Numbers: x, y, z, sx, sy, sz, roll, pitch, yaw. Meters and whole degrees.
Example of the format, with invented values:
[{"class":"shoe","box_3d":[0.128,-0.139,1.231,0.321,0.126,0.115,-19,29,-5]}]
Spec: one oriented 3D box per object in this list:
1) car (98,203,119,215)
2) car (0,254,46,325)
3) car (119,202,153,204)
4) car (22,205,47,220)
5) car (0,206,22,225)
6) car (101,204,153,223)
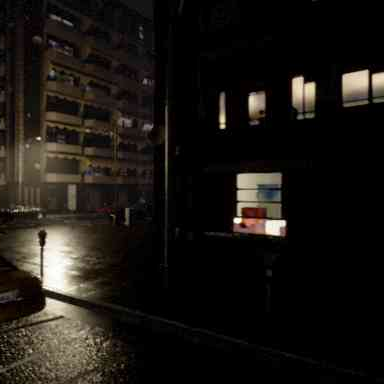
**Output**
[{"class":"car","box_3d":[-9.125,2.022,39.632,1.887,1.381,4.507,0,-1,36]},{"class":"car","box_3d":[-4.755,1.601,6.393,4.829,1.417,1.752,-1,1,35]},{"class":"car","box_3d":[-5.825,1.987,39.749,1.882,1.535,5.008,0,0,36]},{"class":"car","box_3d":[-15.659,1.939,30.699,2.008,1.369,4.403,0,-1,36]},{"class":"car","box_3d":[-16.266,1.858,25.543,2.128,1.511,4.902,0,0,37]},{"class":"car","box_3d":[-5.632,2.051,30.212,1.947,1.339,4.313,0,-1,36]}]
